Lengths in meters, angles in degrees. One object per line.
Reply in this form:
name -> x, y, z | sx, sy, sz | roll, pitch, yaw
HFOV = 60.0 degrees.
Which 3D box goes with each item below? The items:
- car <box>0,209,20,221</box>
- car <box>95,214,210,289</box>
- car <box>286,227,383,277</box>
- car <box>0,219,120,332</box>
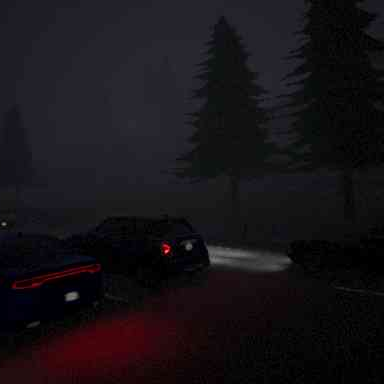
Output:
car -> -13.675, 1.743, 22.368 | 4.718, 1.301, 1.895 | 0, 0, 36
car -> -1.806, 1.420, 9.589 | 4.553, 1.767, 2.097 | -1, 0, 36
car -> 5.069, 1.613, 8.976 | 4.718, 1.301, 1.895 | -1, 0, 36
car -> -3.955, 1.546, 6.821 | 5.008, 1.535, 1.882 | 0, 0, 36
